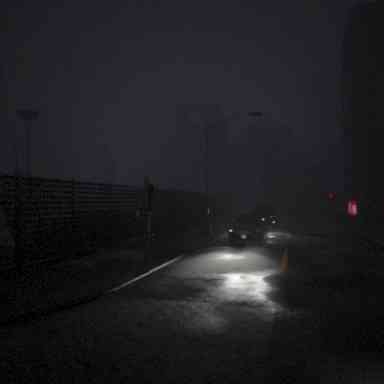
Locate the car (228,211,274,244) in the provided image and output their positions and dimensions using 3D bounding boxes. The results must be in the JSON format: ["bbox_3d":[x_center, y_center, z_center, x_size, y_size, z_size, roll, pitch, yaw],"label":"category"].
[{"bbox_3d":[3.348,2.070,19.284,2.128,1.511,4.902,-2,-2,17],"label":"car"}]

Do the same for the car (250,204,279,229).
[{"bbox_3d":[6.454,2.067,29.308,2.150,2.045,5.566,-2,-2,18],"label":"car"}]
